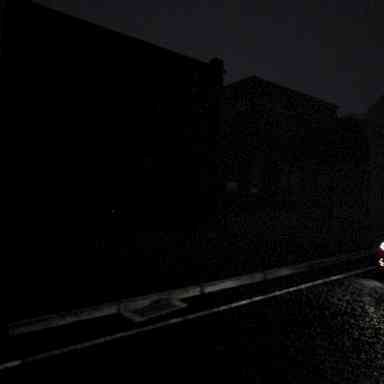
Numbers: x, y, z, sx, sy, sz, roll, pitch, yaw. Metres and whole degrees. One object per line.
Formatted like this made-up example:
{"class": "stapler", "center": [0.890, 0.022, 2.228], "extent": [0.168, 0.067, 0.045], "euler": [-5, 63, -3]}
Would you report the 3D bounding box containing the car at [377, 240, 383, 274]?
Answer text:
{"class": "car", "center": [6.980, 1.332, 8.993], "extent": [4.553, 1.767, 2.097], "euler": [0, 0, -36]}
